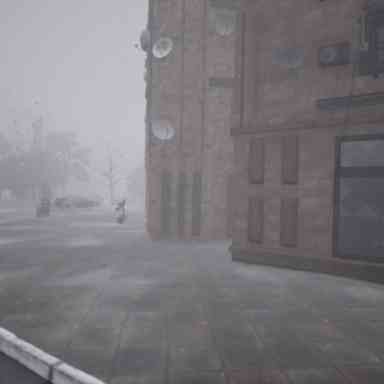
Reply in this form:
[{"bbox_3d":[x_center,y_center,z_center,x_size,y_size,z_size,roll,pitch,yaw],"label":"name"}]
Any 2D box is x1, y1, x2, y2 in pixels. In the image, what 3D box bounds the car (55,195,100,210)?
[{"bbox_3d":[-11.779,1.120,34.659,2.128,1.511,4.902,1,-1,34],"label":"car"}]
